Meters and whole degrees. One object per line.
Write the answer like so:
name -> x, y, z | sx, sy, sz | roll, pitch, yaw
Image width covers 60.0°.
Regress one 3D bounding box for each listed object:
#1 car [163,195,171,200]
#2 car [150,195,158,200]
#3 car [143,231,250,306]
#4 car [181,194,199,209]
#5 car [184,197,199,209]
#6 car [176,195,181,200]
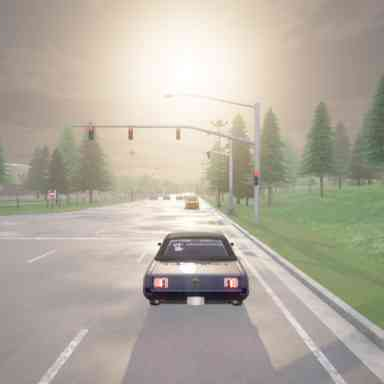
car -> -6.893, 1.534, 91.111 | 2.033, 1.411, 5.357 | 0, 0, 0
car -> -10.393, 1.534, 91.115 | 2.033, 1.411, 5.357 | 0, 0, 0
car -> 0.088, 1.600, 7.982 | 1.895, 1.301, 4.718 | 0, 0, 0
car -> -0.106, 1.099, 46.084 | 1.882, 1.535, 5.008 | -3, 16, -5
car -> -0.060, 1.574, 49.650 | 2.033, 1.411, 5.357 | 0, 1, 2
car -> -3.393, 1.547, 91.107 | 1.994, 1.385, 4.181 | 0, 0, 0
